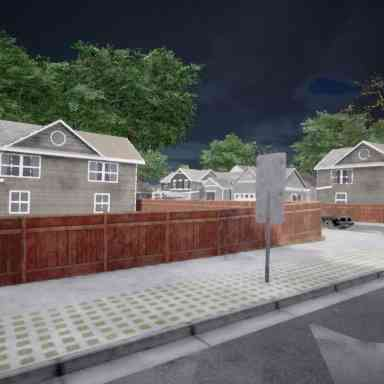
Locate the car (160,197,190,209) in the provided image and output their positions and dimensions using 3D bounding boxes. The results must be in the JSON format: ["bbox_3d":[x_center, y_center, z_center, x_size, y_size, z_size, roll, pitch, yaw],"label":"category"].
[{"bbox_3d":[-1.249,1.568,35.077,2.150,2.045,5.566,3,-3,-37],"label":"car"}]

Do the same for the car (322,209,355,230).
[{"bbox_3d":[8.121,1.754,21.990,1.895,1.301,4.718,2,-2,-35],"label":"car"}]
